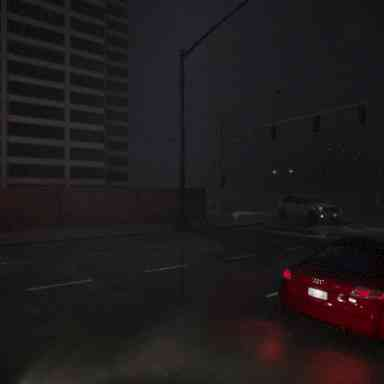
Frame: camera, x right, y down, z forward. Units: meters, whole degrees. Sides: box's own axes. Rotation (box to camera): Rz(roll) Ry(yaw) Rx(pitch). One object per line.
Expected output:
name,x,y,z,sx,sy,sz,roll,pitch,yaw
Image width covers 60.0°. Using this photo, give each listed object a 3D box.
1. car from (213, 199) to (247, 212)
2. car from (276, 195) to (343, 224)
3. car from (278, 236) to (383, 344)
car,4.306,1.526,38.465,1.812,1.442,4.674,0,0,-36
car,8.620,1.223,24.999,2.150,2.045,5.566,0,0,-22
car,3.614,1.564,6.376,4.181,1.385,1.994,0,0,-35
